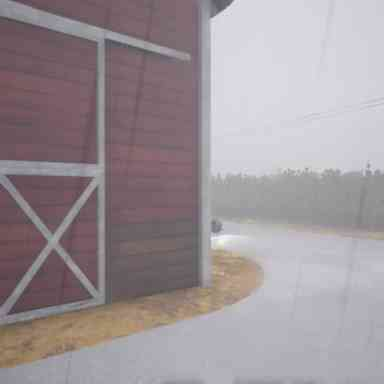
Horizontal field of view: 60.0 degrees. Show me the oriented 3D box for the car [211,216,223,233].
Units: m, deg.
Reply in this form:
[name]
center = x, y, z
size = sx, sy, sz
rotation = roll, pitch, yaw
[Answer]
[car]
center = -0.116, 1.554, 18.704
size = 1.994, 1.385, 4.181
rotation = 0, 0, -32
